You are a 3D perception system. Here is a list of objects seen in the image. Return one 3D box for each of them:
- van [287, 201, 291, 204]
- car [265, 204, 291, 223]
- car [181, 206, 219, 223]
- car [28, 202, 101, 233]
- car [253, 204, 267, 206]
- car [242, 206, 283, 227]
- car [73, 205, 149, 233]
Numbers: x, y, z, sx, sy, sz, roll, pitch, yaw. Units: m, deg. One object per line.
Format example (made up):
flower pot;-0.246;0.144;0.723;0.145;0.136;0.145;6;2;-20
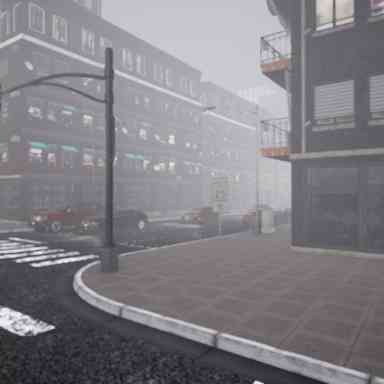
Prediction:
van;18.155;2.448;59.084;1.690;1.788;3.998;-1;-2;35
car;8.662;2.112;31.084;2.008;1.369;4.403;-2;-2;35
car;0.927;2.006;30.063;1.812;1.442;4.674;0;-1;35
car;-8.013;1.587;21.899;2.192;1.841;5.009;-1;-2;35
car;8.243;2.217;40.438;1.837;1.490;4.892;0;-1;35
car;5.391;2.039;26.434;1.802;1.307;4.206;-2;-2;35
car;-4.927;1.800;21.759;1.837;1.490;4.892;0;-1;35
